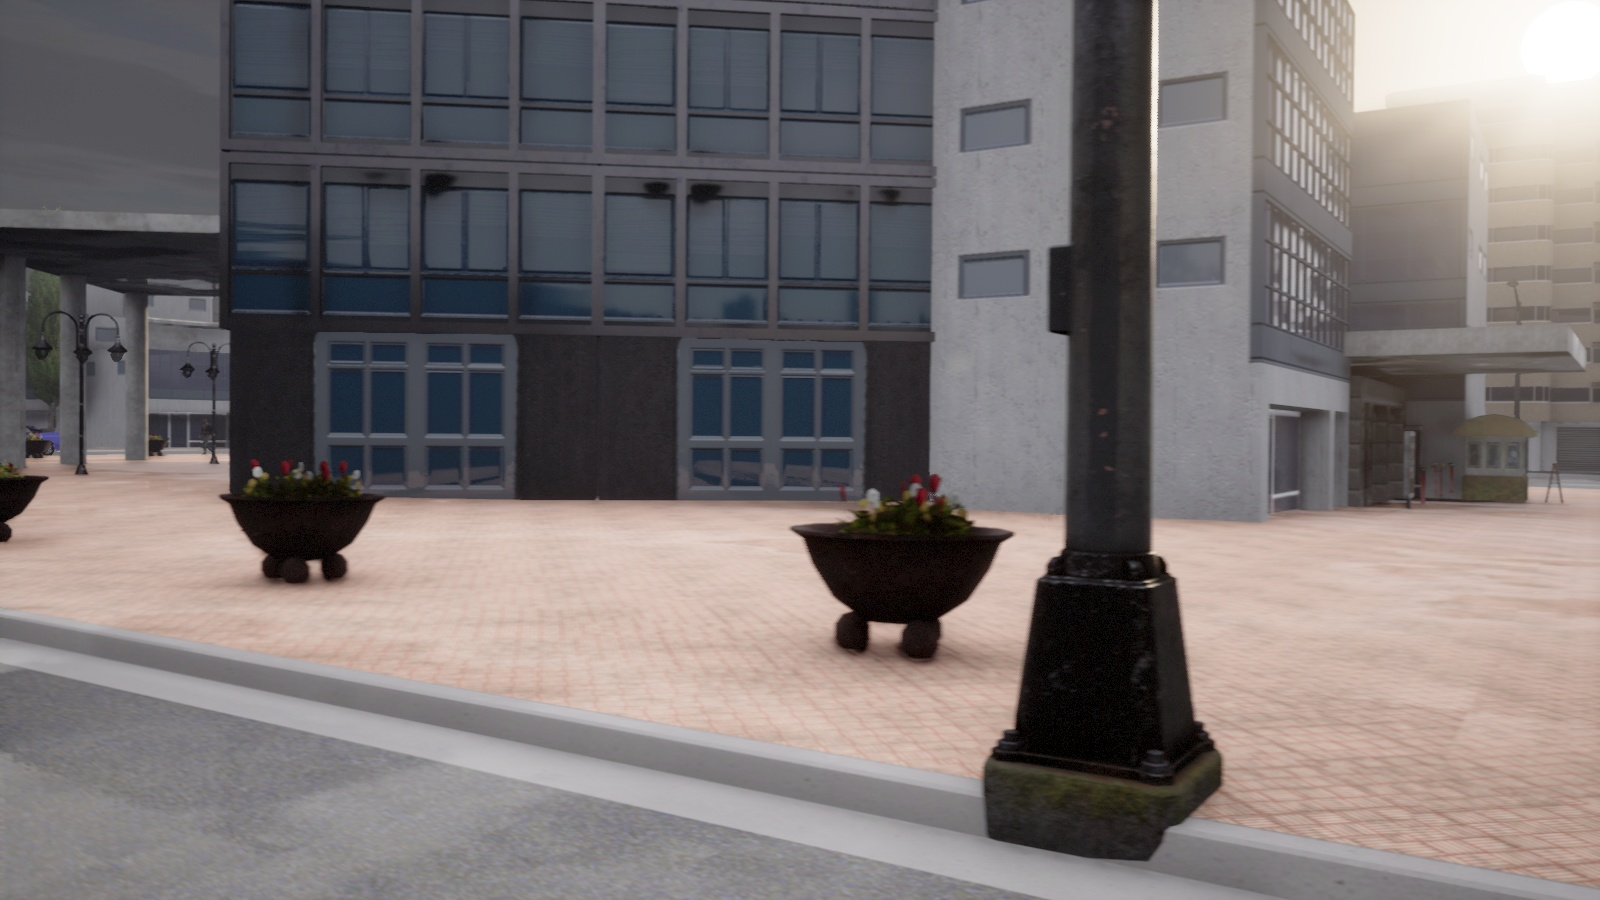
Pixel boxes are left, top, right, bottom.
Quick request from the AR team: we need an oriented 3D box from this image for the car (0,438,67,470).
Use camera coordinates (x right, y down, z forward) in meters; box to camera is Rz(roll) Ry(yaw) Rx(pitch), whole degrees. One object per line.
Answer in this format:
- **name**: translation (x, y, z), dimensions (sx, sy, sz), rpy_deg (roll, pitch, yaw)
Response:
- **car**: translation (-38.327, 0.197, 60.704), dimensions (2.007, 1.525, 4.514), rpy_deg (0, 1, 37)

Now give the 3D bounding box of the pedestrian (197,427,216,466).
- **pedestrian**: translation (-28.641, -0.171, 60.613), dimensions (0.376, 1.854, 0.720), rpy_deg (0, 1, 28)
